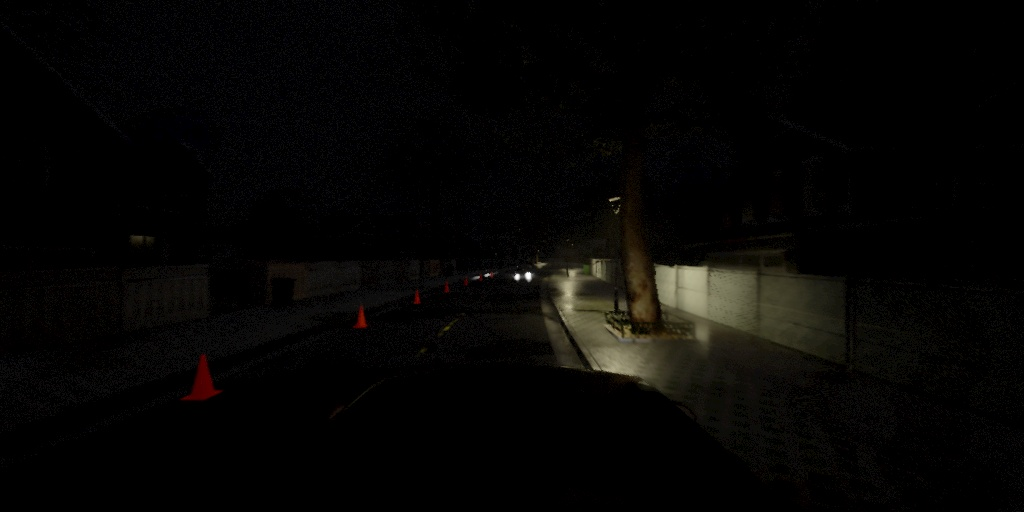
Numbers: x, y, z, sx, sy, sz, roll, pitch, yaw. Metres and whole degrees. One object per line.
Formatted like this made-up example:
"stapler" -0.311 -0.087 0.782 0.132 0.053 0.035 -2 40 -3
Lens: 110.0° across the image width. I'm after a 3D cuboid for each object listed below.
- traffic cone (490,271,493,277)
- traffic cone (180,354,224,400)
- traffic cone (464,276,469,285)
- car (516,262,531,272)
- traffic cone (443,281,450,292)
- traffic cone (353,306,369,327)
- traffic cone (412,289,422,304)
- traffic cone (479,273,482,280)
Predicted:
"traffic cone" -2.023 1.765 35.307 0.340 0.580 0.340 0 0 8
"traffic cone" -4.408 1.696 5.111 0.340 0.580 0.340 0 0 1
"traffic cone" -3.232 1.733 25.278 0.340 0.580 0.340 0 0 6
"car" 1.578 1.457 48.041 1.895 1.301 4.718 0 0 4
"traffic cone" -3.682 1.720 20.247 0.340 0.580 0.340 0 0 5
"traffic cone" -4.270 1.701 10.161 0.340 0.580 0.340 0 0 2
"traffic cone" -4.028 1.709 15.206 0.340 0.580 0.340 0 0 3
"traffic cone" -2.679 1.748 30.298 0.340 0.580 0.340 0 0 7
